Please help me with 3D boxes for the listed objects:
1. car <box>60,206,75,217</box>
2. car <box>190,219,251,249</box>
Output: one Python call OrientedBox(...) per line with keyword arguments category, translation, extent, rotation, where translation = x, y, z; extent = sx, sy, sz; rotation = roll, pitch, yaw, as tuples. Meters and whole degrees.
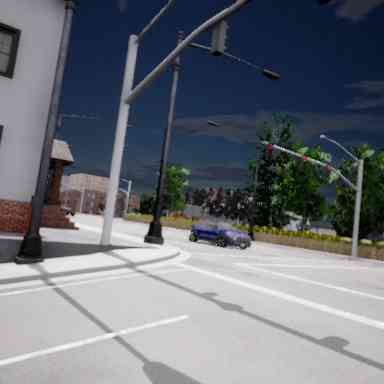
OrientedBox(category="car", translation=(-19.964, 3.009, 52.339), extent=(2.033, 1.411, 5.357), rotation=(11, -6, -36))
OrientedBox(category="car", translation=(1.895, 2.731, 22.433), extent=(2.097, 1.767, 4.553), rotation=(11, -7, -36))
